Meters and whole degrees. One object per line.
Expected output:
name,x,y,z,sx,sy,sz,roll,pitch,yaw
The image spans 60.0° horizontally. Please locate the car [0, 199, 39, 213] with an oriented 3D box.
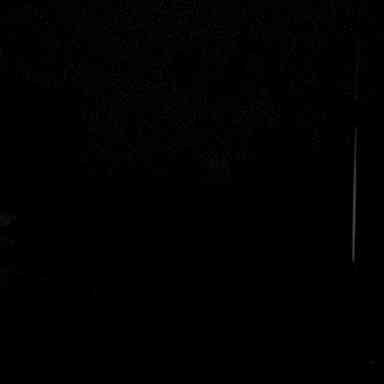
car,-17.912,1.359,33.545,1.895,1.301,4.718,1,-1,20
